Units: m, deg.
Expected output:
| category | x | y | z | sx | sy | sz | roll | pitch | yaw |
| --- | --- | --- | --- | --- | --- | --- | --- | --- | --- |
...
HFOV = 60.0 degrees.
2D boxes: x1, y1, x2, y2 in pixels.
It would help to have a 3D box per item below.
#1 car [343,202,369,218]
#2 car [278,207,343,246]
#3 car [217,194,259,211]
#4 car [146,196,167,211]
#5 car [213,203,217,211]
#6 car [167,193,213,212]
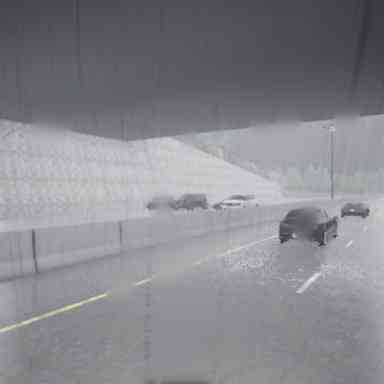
| category | x | y | z | sx | sy | sz | roll | pitch | yaw |
| --- | --- | --- | --- | --- | --- | --- | --- | --- | --- |
| car | 14.710 | 1.545 | 29.921 | 1.994 | 1.385 | 4.181 | 0 | 0 | 32 |
| car | 5.463 | 1.496 | 15.349 | 1.837 | 1.490 | 4.892 | 0 | 0 | 32 |
| car | 5.116 | 1.200 | 34.751 | 2.150 | 2.045 | 5.566 | 0 | 0 | 33 |
| car | -3.598 | 1.328 | 40.607 | 2.097 | 1.767 | 4.553 | 0 | 0 | 33 |
| car | 4.443 | 1.524 | 40.187 | 2.033 | 1.411 | 5.357 | 0 | 0 | 33 |
| car | -0.154 | 1.197 | 39.500 | 2.150 | 2.045 | 5.566 | 0 | 0 | 33 |
